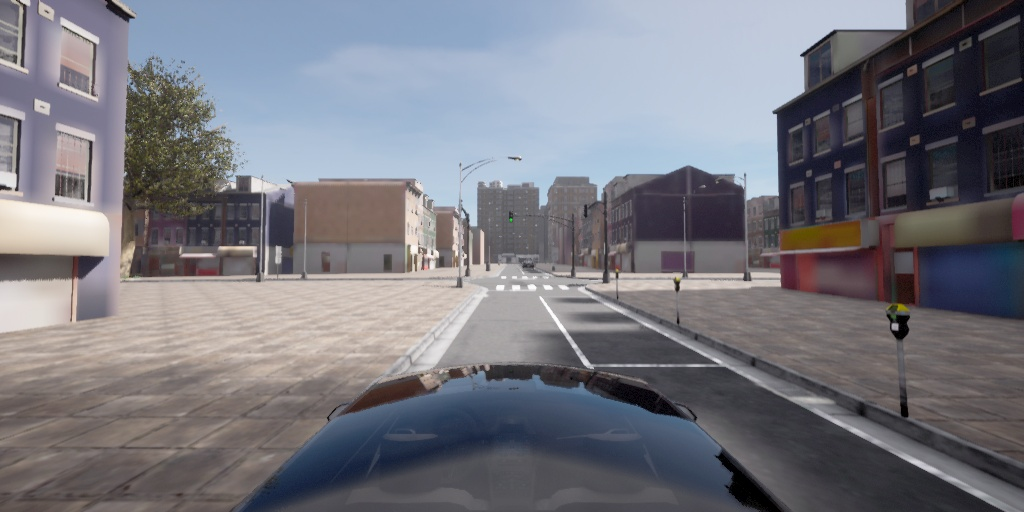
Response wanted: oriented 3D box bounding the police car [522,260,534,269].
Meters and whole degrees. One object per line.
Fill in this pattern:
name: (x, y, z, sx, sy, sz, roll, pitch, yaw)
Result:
police car: (2.750, 1.426, 61.753, 1.930, 1.638, 5.238, 0, -1, 0)
